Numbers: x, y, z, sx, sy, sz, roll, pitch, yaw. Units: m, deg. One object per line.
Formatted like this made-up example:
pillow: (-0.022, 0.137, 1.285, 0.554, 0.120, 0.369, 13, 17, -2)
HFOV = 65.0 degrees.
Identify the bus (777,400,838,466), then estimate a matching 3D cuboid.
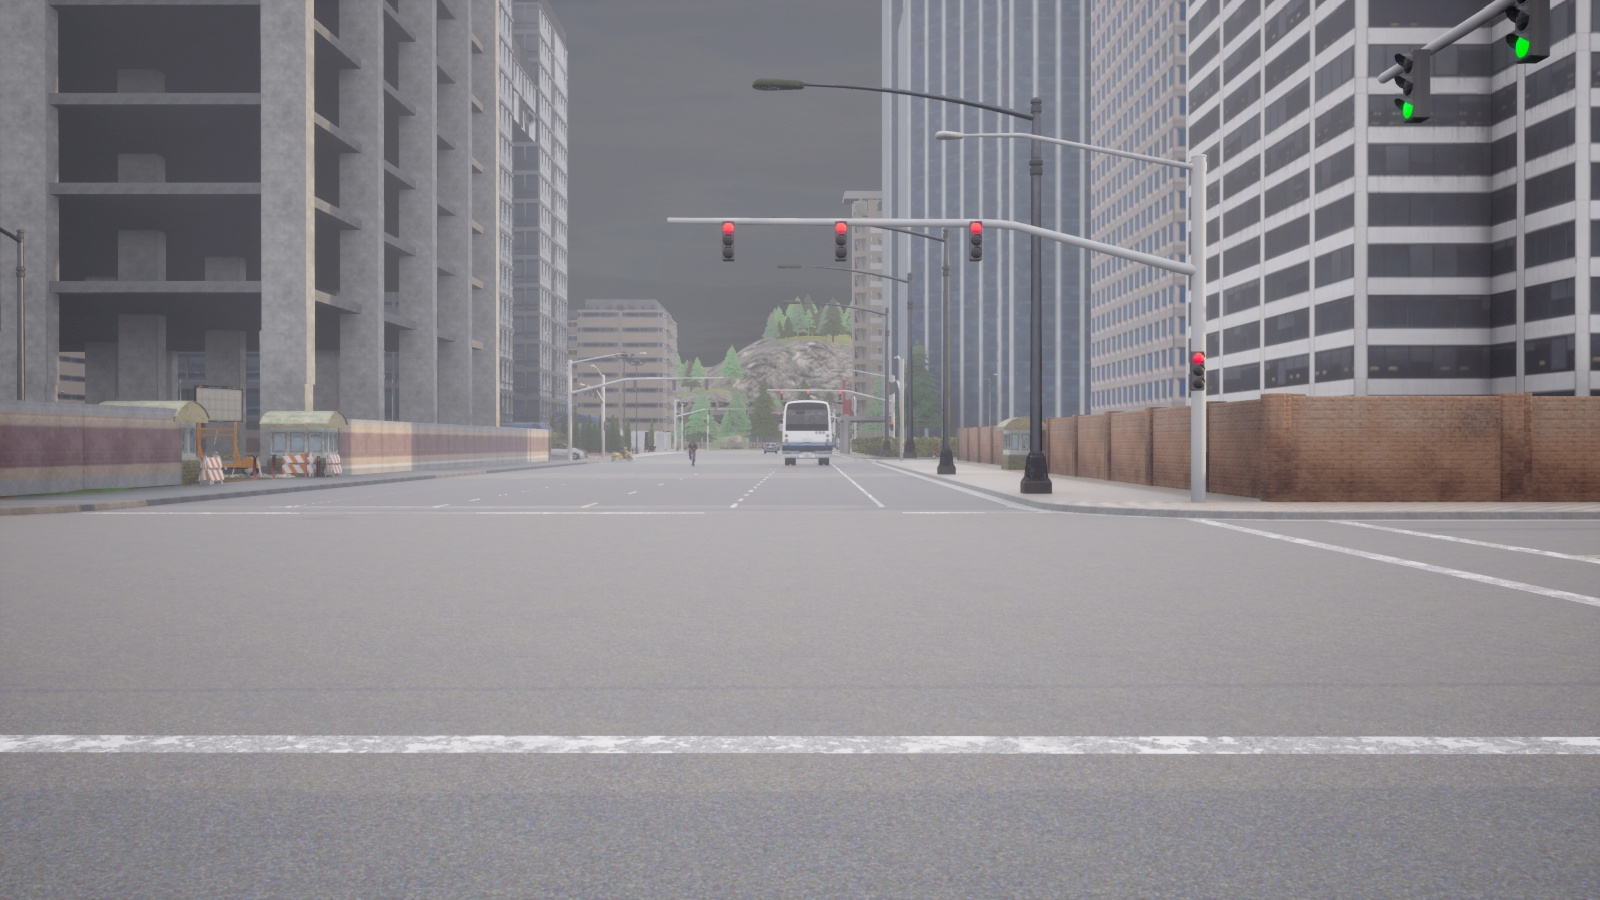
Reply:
bus: (0.487, -1.117, 86.421, 3.944, 4.253, 10.273, 0, 0, 0)
